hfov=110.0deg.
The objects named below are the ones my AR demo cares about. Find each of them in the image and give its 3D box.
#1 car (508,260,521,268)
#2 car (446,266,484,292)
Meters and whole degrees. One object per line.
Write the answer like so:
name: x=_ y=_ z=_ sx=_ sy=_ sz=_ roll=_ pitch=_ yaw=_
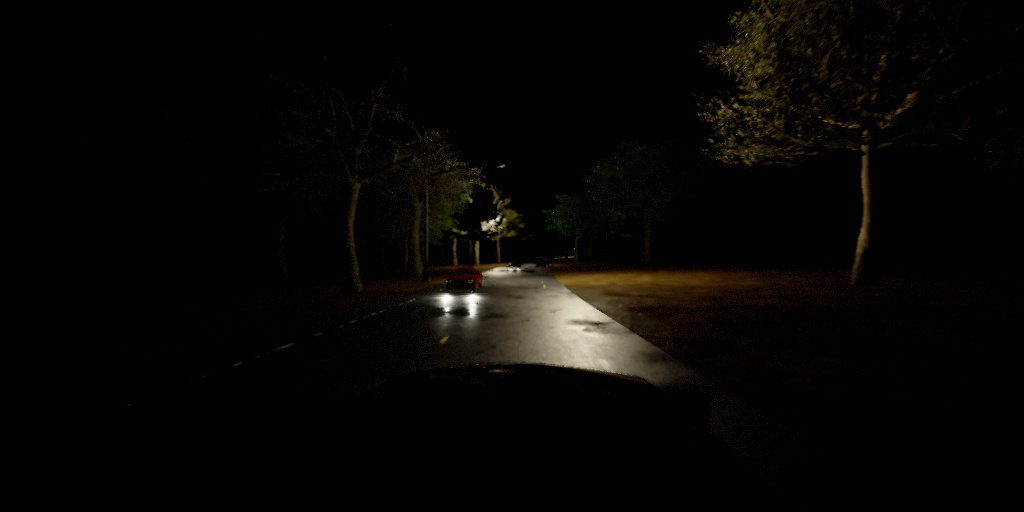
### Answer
car: x=0.543 y=1.410 z=64.778 sx=1.837 sy=1.490 sz=4.892 roll=0 pitch=1 yaw=8
car: x=-3.050 y=1.485 z=23.913 sx=1.882 sy=1.535 sz=5.008 roll=0 pitch=0 yaw=3
